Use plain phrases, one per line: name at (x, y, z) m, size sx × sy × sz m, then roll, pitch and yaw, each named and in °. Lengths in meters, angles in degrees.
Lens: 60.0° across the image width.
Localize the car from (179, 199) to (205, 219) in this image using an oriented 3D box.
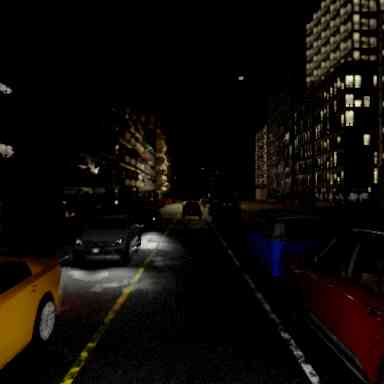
car at (-0.015, 1.751, 32.950) m, size 1.882 × 1.535 × 5.008 m, roll 0°, pitch 0°, yaw 0°

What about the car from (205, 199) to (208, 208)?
car at (2.669, 1.856, 37.280) m, size 1.887 × 1.381 × 4.507 m, roll 0°, pitch -1°, yaw 0°

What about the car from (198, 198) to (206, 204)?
car at (2.648, 2.358, 87.017) m, size 1.802 × 1.307 × 4.206 m, roll 0°, pitch -1°, yaw 0°

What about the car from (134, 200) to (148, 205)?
car at (-5.709, 1.704, 31.751) m, size 1.967 × 1.590 × 4.097 m, roll 0°, pitch 0°, yaw 0°

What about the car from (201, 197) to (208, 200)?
car at (2.663, 1.985, 54.029) m, size 1.752 × 1.417 × 4.829 m, roll 0°, pitch -1°, yaw 0°

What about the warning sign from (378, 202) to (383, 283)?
warning sign at (5.068, 1.174, 7.382) m, size 1.300 × 1.860 × 1.060 m, roll 0°, pitch 0°, yaw 0°

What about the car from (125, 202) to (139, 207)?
car at (-5.706, 1.760, 26.222) m, size 1.887 × 1.381 × 4.507 m, roll 0°, pitch 0°, yaw 0°

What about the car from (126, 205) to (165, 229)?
car at (-3.083, 1.789, 22.990) m, size 1.895 × 1.301 × 4.718 m, roll 0°, pitch 0°, yaw 0°

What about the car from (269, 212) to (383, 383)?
car at (2.683, 1.348, 4.123) m, size 2.192 × 1.841 × 5.009 m, roll 0°, pitch 0°, yaw 0°

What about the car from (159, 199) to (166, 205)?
car at (-5.717, 1.982, 53.686) m, size 1.752 × 1.417 × 4.829 m, roll 0°, pitch -1°, yaw 0°

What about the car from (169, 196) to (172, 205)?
car at (-5.728, 2.212, 75.961) m, size 1.887 × 1.381 × 4.507 m, roll 0°, pitch -1°, yaw 0°

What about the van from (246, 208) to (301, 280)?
van at (2.681, 1.418, 9.649) m, size 1.690 × 1.788 × 3.998 m, roll 0°, pitch 0°, yaw 0°

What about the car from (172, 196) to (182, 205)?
car at (-3.033, 2.054, 76.076) m, size 1.882 × 1.535 × 5.008 m, roll 0°, pitch -1°, yaw 0°

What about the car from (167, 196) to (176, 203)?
car at (-5.736, 2.146, 92.542) m, size 2.192 × 1.841 × 5.009 m, roll 0°, pitch -1°, yaw 0°

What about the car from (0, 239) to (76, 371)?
car at (-3.102, 1.507, 3.587) m, size 1.882 × 1.535 × 5.008 m, roll 0°, pitch 0°, yaw 0°

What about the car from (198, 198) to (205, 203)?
car at (2.645, 2.413, 92.543) m, size 1.802 × 1.307 × 4.206 m, roll 0°, pitch -1°, yaw 0°

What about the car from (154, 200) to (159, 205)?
car at (-5.714, 1.800, 42.803) m, size 1.967 × 1.590 × 4.097 m, roll 0°, pitch 0°, yaw 0°

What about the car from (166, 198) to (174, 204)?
car at (-5.733, 2.300, 86.845) m, size 1.752 × 1.417 × 4.829 m, roll 0°, pitch -1°, yaw 0°

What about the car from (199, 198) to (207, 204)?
car at (2.650, 2.249, 81.661) m, size 1.752 × 1.417 × 4.829 m, roll 0°, pitch -1°, yaw 0°

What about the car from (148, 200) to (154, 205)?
car at (-5.711, 1.893, 37.276) m, size 1.802 × 1.307 × 4.206 m, roll 0°, pitch 0°, yaw 0°

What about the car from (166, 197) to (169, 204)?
car at (-5.720, 2.054, 59.381) m, size 1.887 × 1.381 × 4.507 m, roll 0°, pitch -1°, yaw 0°

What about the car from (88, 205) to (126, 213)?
car at (-5.703, 1.719, 20.697) m, size 2.008 × 1.369 × 4.403 m, roll 0°, pitch 0°, yaw 0°

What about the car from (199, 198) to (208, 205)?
car at (2.652, 2.108, 75.965) m, size 1.967 × 1.590 × 4.097 m, roll 0°, pitch -1°, yaw 0°

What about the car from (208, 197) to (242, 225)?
car at (2.673, 1.530, 26.228) m, size 2.192 × 1.841 × 5.009 m, roll 0°, pitch 0°, yaw 0°

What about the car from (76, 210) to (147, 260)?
car at (-3.098, 1.630, 13.044) m, size 1.812 × 1.442 × 4.674 m, roll 0°, pitch 0°, yaw 0°

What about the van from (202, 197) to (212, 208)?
van at (2.659, 1.850, 59.386) m, size 1.690 × 1.788 × 3.998 m, roll 0°, pitch -1°, yaw 0°
